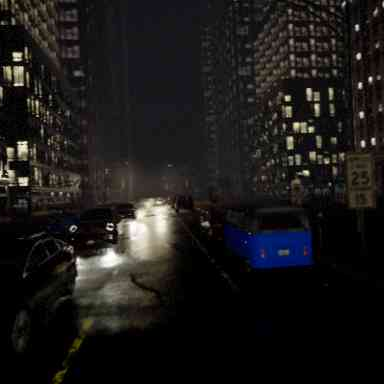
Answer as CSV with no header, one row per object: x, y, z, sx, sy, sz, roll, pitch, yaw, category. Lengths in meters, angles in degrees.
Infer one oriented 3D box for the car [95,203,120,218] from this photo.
-9.209,1.979,36.590,1.947,1.339,4.313,-2,0,-6,car

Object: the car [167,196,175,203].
-4.833,1.697,76.186,1.752,1.417,4.829,-2,0,-6,car

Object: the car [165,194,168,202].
-3.139,1.420,59.484,2.192,1.841,5.009,-2,0,-6,car

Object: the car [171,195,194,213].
-0.892,1.331,37.441,2.192,1.841,5.009,-2,0,-6,car

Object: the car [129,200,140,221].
-5.904,1.764,29.794,1.837,1.490,4.892,-3,0,-6,car

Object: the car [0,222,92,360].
-3.515,1.654,6.178,2.128,1.511,4.902,-3,0,-6,car

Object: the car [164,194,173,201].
-6.511,1.552,92.548,2.192,1.841,5.009,-2,0,-6,car

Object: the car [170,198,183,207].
-2.567,1.649,53.974,1.947,1.339,4.313,-2,0,-6,car

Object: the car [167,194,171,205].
-2.016,1.376,48.463,2.192,1.841,5.009,-2,0,-6,car

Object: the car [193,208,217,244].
1.388,1.468,15.404,1.887,1.381,4.507,-2,0,-6,car

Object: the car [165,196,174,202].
-5.938,1.781,87.038,1.947,1.339,4.313,-2,0,-6,car

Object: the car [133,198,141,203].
-14.265,2.195,86.187,1.802,1.307,4.206,-2,0,-6,car

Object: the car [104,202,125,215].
-9.771,1.986,42.100,2.008,1.369,4.403,-2,0,-6,car

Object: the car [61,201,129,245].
-4.559,1.558,16.372,2.097,1.767,4.553,-3,0,-6,car

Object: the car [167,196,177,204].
-4.253,1.700,70.506,2.008,1.369,4.403,-2,0,-6,car

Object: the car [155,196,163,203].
-7.816,1.830,78.908,1.812,1.442,4.674,-3,0,-6,car

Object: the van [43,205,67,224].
-7.533,1.686,20.058,1.690,1.788,3.998,-2,0,-6,van

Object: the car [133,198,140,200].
-13.141,2.151,75.165,1.802,1.307,4.206,-2,0,-6,car

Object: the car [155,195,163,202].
-8.837,1.733,88.865,1.837,1.490,4.892,-3,0,-6,car

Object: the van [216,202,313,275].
2.031,1.237,9.904,1.690,1.788,3.998,-2,0,-6,van
